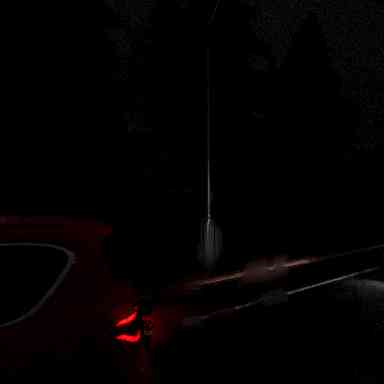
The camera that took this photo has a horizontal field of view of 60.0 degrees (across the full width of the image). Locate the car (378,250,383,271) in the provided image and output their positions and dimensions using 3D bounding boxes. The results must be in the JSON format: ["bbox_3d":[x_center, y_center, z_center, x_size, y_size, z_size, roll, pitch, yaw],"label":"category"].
[{"bbox_3d":[7.417,1.548,9.434,5.357,1.411,2.033,0,0,-36],"label":"car"}]

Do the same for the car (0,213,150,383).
[{"bbox_3d":[-2.941,1.222,1.856,5.566,2.045,2.150,0,0,-36],"label":"car"}]
